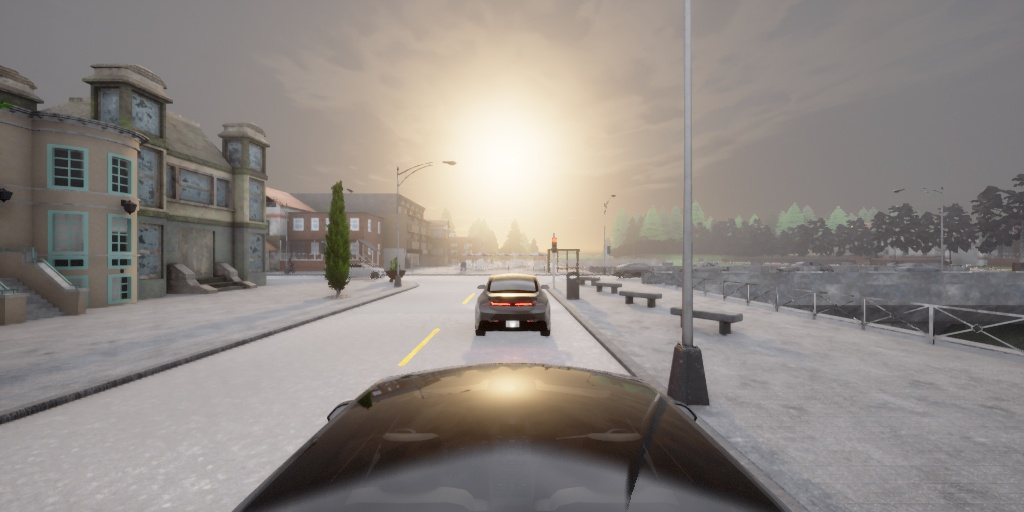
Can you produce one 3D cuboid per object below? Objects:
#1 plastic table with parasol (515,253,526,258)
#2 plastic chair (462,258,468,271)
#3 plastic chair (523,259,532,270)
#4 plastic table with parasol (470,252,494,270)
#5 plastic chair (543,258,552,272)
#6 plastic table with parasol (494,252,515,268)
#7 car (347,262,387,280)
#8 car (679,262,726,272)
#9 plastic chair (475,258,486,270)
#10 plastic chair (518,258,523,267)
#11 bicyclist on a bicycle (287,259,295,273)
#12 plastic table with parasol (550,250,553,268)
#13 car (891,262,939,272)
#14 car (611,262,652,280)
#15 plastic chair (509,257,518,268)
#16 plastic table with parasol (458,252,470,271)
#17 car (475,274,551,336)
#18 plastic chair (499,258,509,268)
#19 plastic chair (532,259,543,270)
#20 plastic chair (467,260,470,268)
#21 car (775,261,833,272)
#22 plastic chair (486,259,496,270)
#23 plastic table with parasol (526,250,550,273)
[{"bbox_3d":[1.164,0.675,65.354,2.482,2.480,2.482,0,0,0],"label":"plastic table with parasol"},{"bbox_3d":[-7.053,1.279,56.176,0.750,1.272,0.730,0,0,-1],"label":"plastic chair"},{"bbox_3d":[2.243,1.279,50.044,0.730,1.272,0.750,0,0,0],"label":"plastic chair"},{"bbox_3d":[-4.237,0.675,50.764,2.482,2.480,2.482,0,0,0],"label":"plastic table with parasol"},{"bbox_3d":[4.843,1.279,49.844,0.730,1.272,0.750,0,0,0],"label":"plastic chair"},{"bbox_3d":[-1.206,0.675,57.744,2.482,2.480,2.482,0,0,0],"label":"plastic table with parasol"},{"bbox_3d":[-12.969,1.276,30.755,4.674,1.442,1.812,0,0,0],"label":"car"},{"bbox_3d":[18.647,1.314,34.947,4.181,1.385,1.994,0,0,0],"label":"car"},{"bbox_3d":[-4.357,1.279,49.544,0.750,1.272,0.730,0,0,0],"label":"plastic chair"},{"bbox_3d":[1.047,1.279,64.176,0.750,1.272,0.730,0,0,-1],"label":"plastic chair"},{"bbox_3d":[-24.188,1.099,39.139,0.582,1.620,1.656,0,0,0],"label":"bicyclist on a bicycle"},{"bbox_3d":[4.994,0.675,58.644,2.482,2.480,2.482,0,0,0],"label":"plastic table with parasol"},{"bbox_3d":[38.804,1.314,34.933,4.181,1.385,1.994,0,0,-1],"label":"car"},{"bbox_3d":[10.917,1.275,30.758,4.674,1.442,1.812,0,0,0],"label":"car"},{"bbox_3d":[0.144,1.279,57.644,0.730,1.272,0.750,0,0,0],"label":"plastic chair"},{"bbox_3d":[-7.126,0.675,57.355,2.482,2.480,2.482,0,0,0],"label":"plastic table with parasol"},{"bbox_3d":[0.035,1.255,10.345,1.837,1.490,4.892,0,0,1],"label":"car"},{"bbox_3d":[-1.256,1.279,56.544,0.750,1.272,0.730,0,0,0],"label":"plastic chair"},{"bbox_3d":[3.443,1.279,48.744,0.750,1.272,0.730,0,0,0],"label":"plastic chair"},{"bbox_3d":[-5.557,1.279,50.844,0.730,1.272,0.750,0,0,0],"label":"plastic chair"},{"bbox_3d":[28.372,1.256,34.946,4.892,1.490,1.837,0,0,0],"label":"car"},{"bbox_3d":[-2.957,1.279,50.644,0.730,1.272,0.750,0,0,0],"label":"plastic chair"},{"bbox_3d":[3.583,0.675,50.014,2.482,2.480,2.482,0,0,0],"label":"plastic table with parasol"}]
